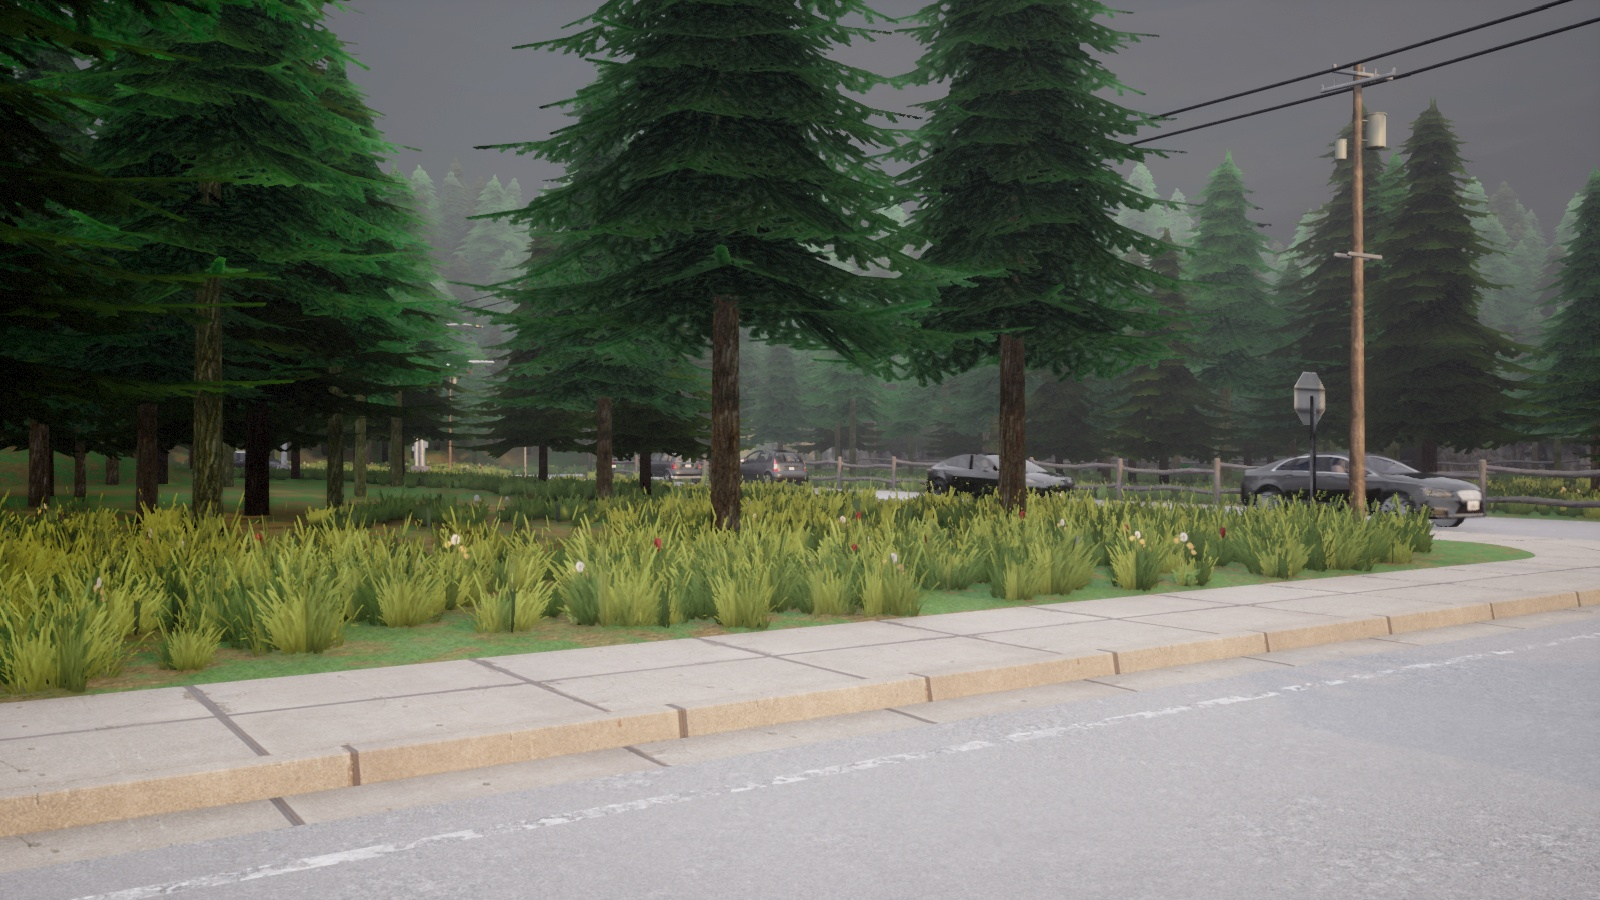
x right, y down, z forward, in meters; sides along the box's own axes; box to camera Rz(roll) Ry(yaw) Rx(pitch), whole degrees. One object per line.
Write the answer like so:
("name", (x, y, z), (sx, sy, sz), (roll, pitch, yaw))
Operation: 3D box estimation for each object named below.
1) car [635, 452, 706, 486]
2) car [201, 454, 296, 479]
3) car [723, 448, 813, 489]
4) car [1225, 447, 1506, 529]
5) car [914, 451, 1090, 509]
("car", (-6.080, 0.853, 58.738), (1.789, 1.549, 3.705), (0, 0, -34))
("car", (-32.908, 0.976, 75.039), (4.892, 1.490, 1.837), (0, 0, 5))
("car", (-1.374, 0.746, 51.664), (1.851, 1.617, 3.988), (0, 0, -34))
("car", (11.422, 0.705, 25.745), (2.128, 1.511, 4.902), (0, 0, -32))
("car", (5.540, 0.784, 35.000), (2.163, 1.488, 4.792), (0, 0, -33))
